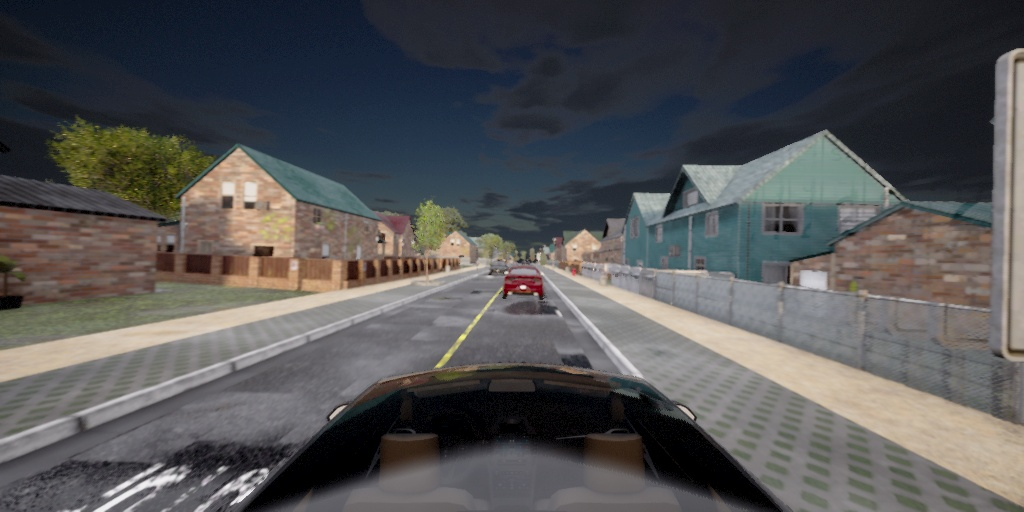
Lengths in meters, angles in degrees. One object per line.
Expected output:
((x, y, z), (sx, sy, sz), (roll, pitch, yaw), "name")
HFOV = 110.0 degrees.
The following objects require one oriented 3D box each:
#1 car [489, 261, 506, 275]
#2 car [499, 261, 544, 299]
((-1.353, 1.264, 38.142), (1.837, 1.490, 4.892), (2, 0, 2), "car")
((0.597, 1.246, 18.380), (1.882, 1.535, 5.008), (2, 0, 2), "car")
